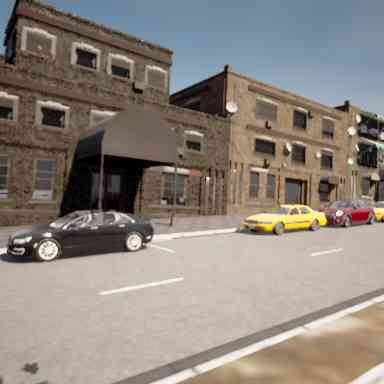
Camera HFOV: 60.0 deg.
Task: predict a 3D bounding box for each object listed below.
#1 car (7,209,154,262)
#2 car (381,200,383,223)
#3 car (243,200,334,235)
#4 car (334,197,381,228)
[{"bbox_3d":[-3.688,1.380,11.701,4.892,1.521,2.231,0,0,-36],"label":"car"},{"bbox_3d":[14.099,1.380,24.496,5.366,1.575,1.946,0,0,-36],"label":"car"},{"bbox_3d":[5.123,1.378,18.047,5.366,1.575,1.946,0,0,-36],"label":"car"},{"bbox_3d":[9.785,1.256,21.400,4.553,1.767,2.185,0,0,-36],"label":"car"}]
